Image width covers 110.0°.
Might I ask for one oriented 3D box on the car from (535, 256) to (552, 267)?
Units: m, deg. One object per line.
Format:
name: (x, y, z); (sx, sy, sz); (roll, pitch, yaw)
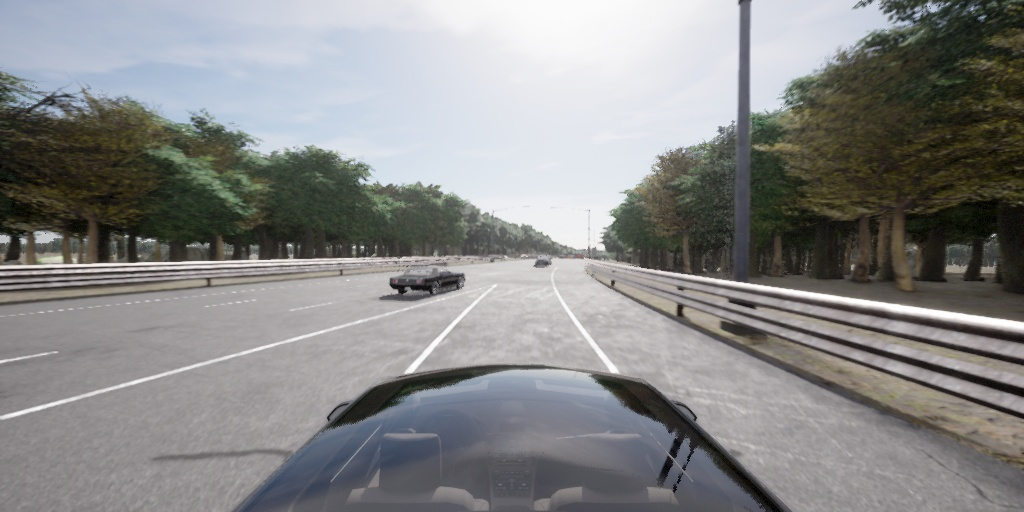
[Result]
car: (4.448, 0.754, 50.545); (1.812, 1.442, 4.674); (1, 1, 14)

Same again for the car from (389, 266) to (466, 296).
car: (-4.000, 1.141, 17.937); (1.895, 1.301, 4.718); (1, 1, 15)
